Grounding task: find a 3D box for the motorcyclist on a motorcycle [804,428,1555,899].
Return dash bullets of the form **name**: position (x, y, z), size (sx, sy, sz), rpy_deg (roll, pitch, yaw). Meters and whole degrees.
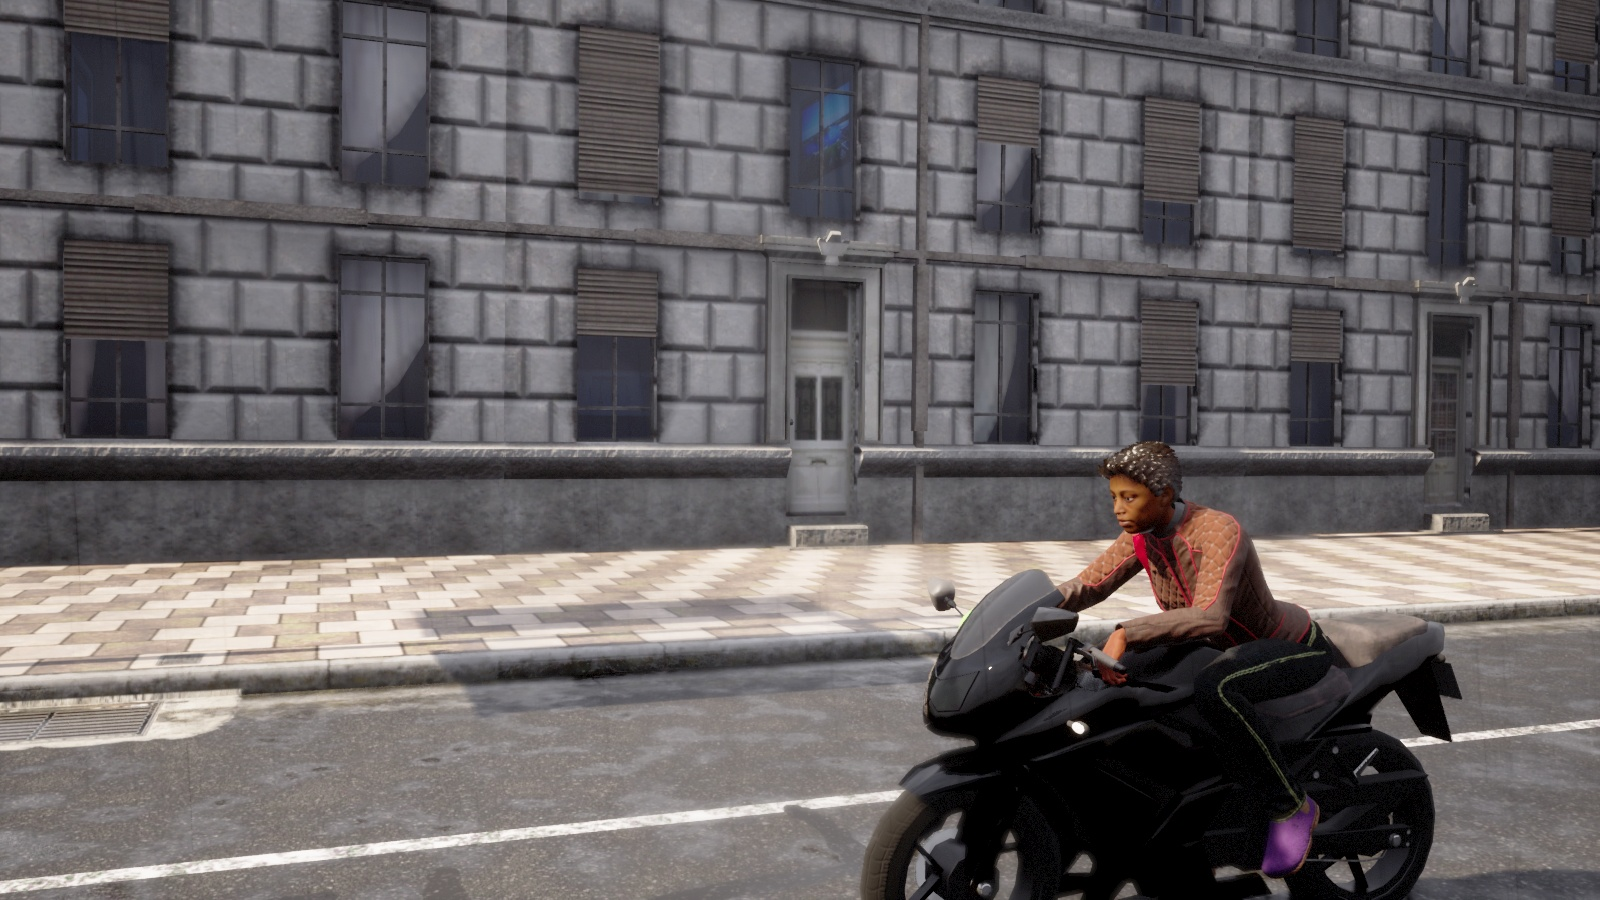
- **motorcyclist on a motorcycle**: position (1.116, 0.708, 3.691), size (2.044, 1.523, 0.797), rpy_deg (-1, 1, -21)
